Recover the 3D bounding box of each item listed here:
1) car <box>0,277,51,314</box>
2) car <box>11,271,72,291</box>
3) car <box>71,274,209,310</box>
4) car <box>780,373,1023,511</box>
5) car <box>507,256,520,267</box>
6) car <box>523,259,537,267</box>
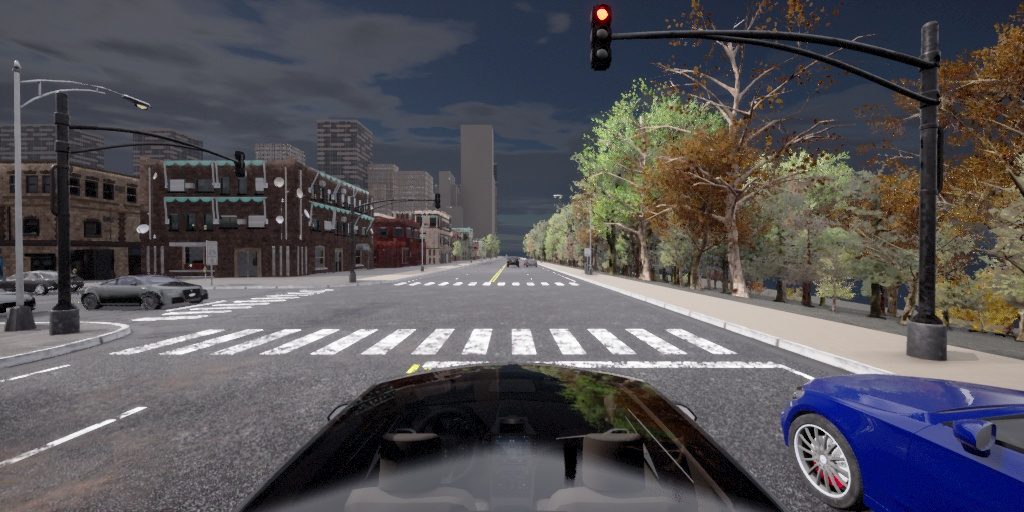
[{"bbox_3d":[-19.926,1.565,12.784,4.313,1.339,1.948,0,0,0],"label":"car"},{"bbox_3d":[-28.242,1.560,21.313,4.403,1.370,2.007,0,0,0],"label":"car"},{"bbox_3d":[-15.541,1.487,15.294,4.181,1.385,1.994,-1,1,3],"label":"car"},{"bbox_3d":[3.346,1.276,1.343,1.812,1.442,4.674,0,0,2],"label":"car"},{"bbox_3d":[0.218,0.948,63.727,2.150,2.045,5.566,0,0,1],"label":"car"},{"bbox_3d":[3.470,1.218,63.887,2.128,1.511,4.902,0,0,0],"label":"car"}]
